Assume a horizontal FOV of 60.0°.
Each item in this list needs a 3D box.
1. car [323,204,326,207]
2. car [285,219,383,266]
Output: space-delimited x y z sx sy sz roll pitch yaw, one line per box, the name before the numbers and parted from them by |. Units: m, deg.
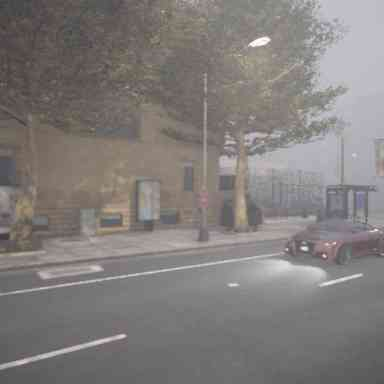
car | 17.929 1.961 49.773 2.097 1.535 5.008 1 0 -35
car | 5.313 1.688 12.077 4.181 1.385 1.994 1 0 -35
